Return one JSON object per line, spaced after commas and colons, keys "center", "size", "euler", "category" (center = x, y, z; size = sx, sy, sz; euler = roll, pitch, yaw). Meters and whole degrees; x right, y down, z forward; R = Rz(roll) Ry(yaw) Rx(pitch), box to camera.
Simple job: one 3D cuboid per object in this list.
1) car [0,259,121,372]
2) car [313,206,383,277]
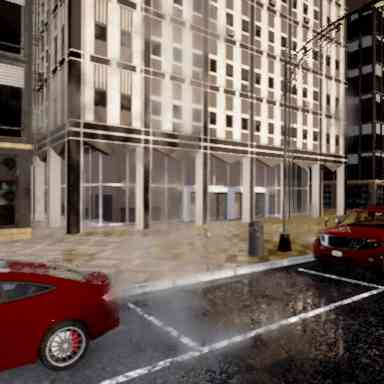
{"center": [-2.981, 1.582, 4.150], "size": [4.206, 1.307, 1.802], "euler": [0, 0, -36], "category": "car"}
{"center": [6.029, 1.391, 10.626], "size": [5.009, 1.841, 2.192], "euler": [0, 0, -36], "category": "car"}
